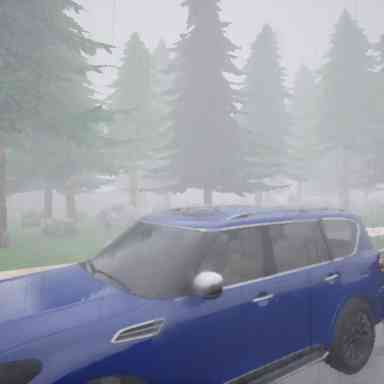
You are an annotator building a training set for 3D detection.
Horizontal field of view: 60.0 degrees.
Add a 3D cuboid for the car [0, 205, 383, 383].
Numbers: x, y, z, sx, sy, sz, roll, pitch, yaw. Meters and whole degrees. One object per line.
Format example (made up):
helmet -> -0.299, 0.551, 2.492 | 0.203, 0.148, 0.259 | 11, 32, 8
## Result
car -> 0.181, 1.223, 4.101 | 5.566, 2.045, 2.150 | 0, 0, -35
